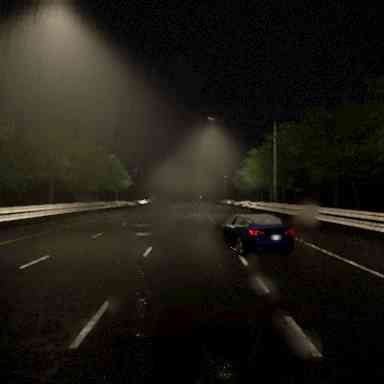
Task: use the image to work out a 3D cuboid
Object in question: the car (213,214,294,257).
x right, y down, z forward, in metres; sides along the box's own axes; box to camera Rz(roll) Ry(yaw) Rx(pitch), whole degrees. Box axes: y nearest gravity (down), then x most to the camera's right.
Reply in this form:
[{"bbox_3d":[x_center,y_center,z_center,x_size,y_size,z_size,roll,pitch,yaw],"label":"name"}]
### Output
[{"bbox_3d":[2.329,1.609,13.594,2.163,1.488,4.792,0,-1,-13],"label":"car"}]
